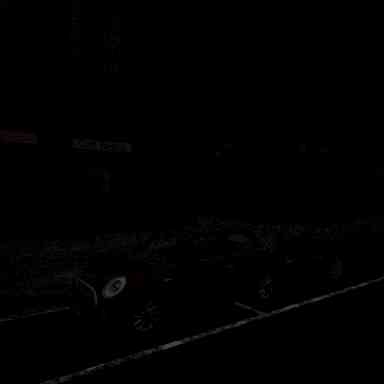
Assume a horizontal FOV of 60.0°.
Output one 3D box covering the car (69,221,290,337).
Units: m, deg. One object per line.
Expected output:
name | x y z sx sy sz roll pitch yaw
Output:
car | -0.244 1.441 6.588 4.097 1.590 1.967 0 1 -36

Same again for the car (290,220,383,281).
car | 4.329 1.545 9.864 4.507 1.381 1.887 0 1 -36
